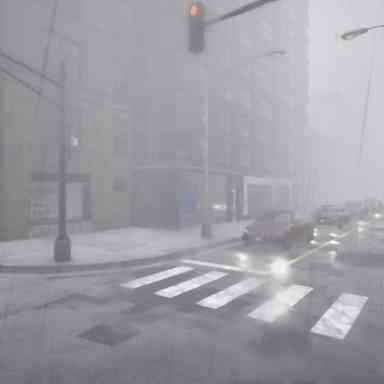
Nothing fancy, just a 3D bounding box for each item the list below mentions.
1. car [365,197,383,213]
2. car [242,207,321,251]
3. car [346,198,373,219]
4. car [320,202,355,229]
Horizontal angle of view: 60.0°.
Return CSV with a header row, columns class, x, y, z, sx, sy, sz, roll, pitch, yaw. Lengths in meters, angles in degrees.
class,x,y,z,sx,sy,sz,roll,pitch,yaw
car,20.108,1.368,37.442,2.097,1.767,4.553,0,0,36
car,3.894,1.516,14.451,1.812,1.442,4.674,0,0,37
car,14.231,1.507,29.145,1.837,1.490,4.892,0,0,35
car,9.011,1.559,21.733,1.994,1.385,4.181,0,0,35
